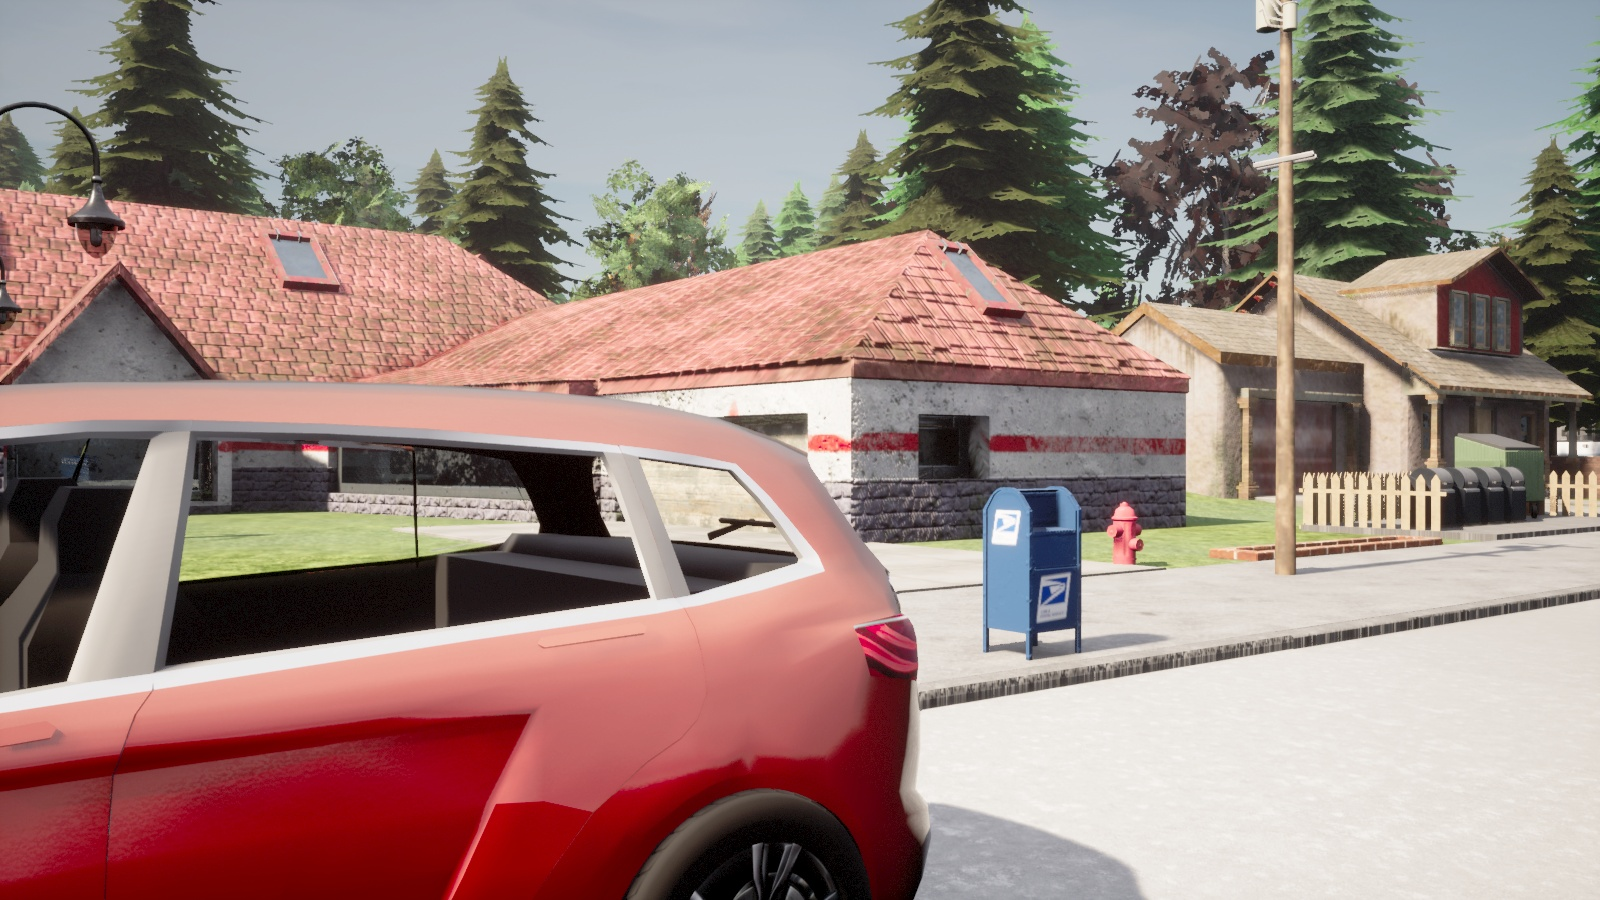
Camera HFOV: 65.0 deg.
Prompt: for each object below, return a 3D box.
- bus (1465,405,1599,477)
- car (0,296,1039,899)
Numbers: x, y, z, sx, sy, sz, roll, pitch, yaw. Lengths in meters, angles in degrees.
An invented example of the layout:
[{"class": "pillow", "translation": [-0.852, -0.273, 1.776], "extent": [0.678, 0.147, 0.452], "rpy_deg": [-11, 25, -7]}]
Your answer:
[{"class": "bus", "translation": [47.497, -0.542, 77.922], "extent": [3.944, 4.253, 10.273], "rpy_deg": [0, 0, -37]}, {"class": "car", "translation": [-1.886, 0.600, 2.836], "extent": [4.611, 1.667, 2.242], "rpy_deg": [0, 0, -37]}]
